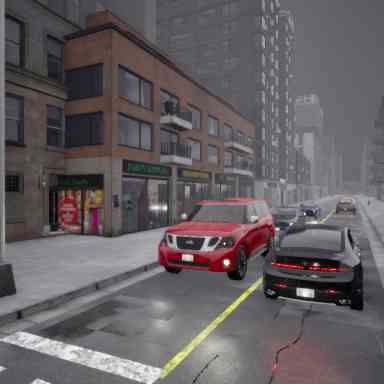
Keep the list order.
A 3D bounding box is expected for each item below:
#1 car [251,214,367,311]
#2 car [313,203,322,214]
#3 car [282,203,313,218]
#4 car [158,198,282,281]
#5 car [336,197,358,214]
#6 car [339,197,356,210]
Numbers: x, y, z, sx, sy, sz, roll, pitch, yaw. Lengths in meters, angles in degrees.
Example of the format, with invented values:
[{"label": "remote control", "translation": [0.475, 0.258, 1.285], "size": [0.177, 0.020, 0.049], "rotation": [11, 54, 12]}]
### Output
[{"label": "car", "translation": [3.034, 1.507, 7.974], "size": [1.837, 1.490, 4.892], "rotation": [0, 0, 26]}, {"label": "car", "translation": [10.118, 1.612, 29.004], "size": [1.895, 1.301, 4.718], "rotation": [0, 0, 26]}, {"label": "car", "translation": [5.643, 1.562, 19.842], "size": [2.033, 1.411, 5.357], "rotation": [0, 0, 26]}, {"label": "car", "translation": [1.102, 1.236, 10.521], "size": [2.150, 2.045, 5.566], "rotation": [0, 0, 26]}, {"label": "car", "translation": [16.173, 1.488, 34.852], "size": [2.128, 1.511, 4.902], "rotation": [0, 0, 27]}, {"label": "car", "translation": [20.699, 1.468, 44.248], "size": [1.882, 1.535, 5.008], "rotation": [0, 0, 26]}]
